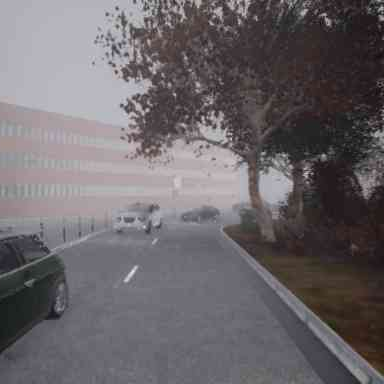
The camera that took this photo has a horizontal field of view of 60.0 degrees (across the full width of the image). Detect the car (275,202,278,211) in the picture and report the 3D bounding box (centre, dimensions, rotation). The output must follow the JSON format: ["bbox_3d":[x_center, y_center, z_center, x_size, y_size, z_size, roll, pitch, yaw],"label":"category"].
[{"bbox_3d":[10.496,2.326,51.931,4.674,1.452,2.002,-1,-1,37],"label":"car"}]

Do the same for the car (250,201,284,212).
[{"bbox_3d":[12.210,2.313,54.180,5.008,1.535,2.097,-1,-1,37],"label":"car"}]

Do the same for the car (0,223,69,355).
[{"bbox_3d":[-3.483,1.431,4.570,2.097,1.767,4.553,0,-1,1],"label":"car"}]

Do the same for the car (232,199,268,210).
[{"bbox_3d":[8.760,2.009,49.706,5.566,2.045,2.435,-1,-1,37],"label":"car"}]

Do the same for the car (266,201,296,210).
[{"bbox_3d":[15.642,2.402,58.669,4.674,1.452,2.002,-1,-1,37],"label":"car"}]

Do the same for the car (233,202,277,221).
[{"bbox_3d":[6.503,2.064,33.932,1.837,1.490,4.892,-1,-1,37],"label":"car"}]

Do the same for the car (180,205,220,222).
[{"bbox_3d":[0.828,2.028,31.870,1.837,1.490,4.892,-1,0,36],"label":"car"}]

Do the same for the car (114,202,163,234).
[{"bbox_3d":[-3.466,1.710,22.740,2.150,2.045,5.566,0,-1,7],"label":"car"}]
